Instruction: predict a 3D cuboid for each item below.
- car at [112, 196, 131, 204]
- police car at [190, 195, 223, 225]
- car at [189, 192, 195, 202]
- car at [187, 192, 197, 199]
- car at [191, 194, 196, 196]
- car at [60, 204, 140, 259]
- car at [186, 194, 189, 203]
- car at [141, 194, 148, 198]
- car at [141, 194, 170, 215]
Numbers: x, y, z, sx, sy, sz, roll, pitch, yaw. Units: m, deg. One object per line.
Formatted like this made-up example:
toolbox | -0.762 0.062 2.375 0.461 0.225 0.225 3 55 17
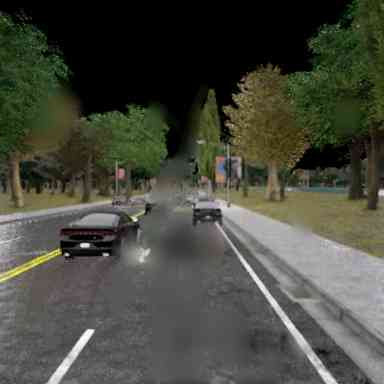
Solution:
car | -9.817 1.207 46.456 1.994 1.385 4.181 0 1 0
police car | 0.981 1.282 22.570 1.930 1.638 5.238 0 0 0
car | 0.984 1.071 38.430 2.097 1.767 4.553 0 1 0
car | 0.018 0.759 73.883 2.128 1.511 4.902 0 1 0
car | 0.983 1.279 32.462 1.837 1.490 4.892 0 1 0
car | -3.147 1.408 12.261 1.882 1.535 5.008 0 0 0
car | 0.014 1.141 56.312 1.895 1.301 4.718 0 1 0
car | -6.555 1.093 50.622 2.128 1.511 4.902 0 0 0
car | -3.143 1.267 30.640 1.882 1.535 5.008 0 1 0
